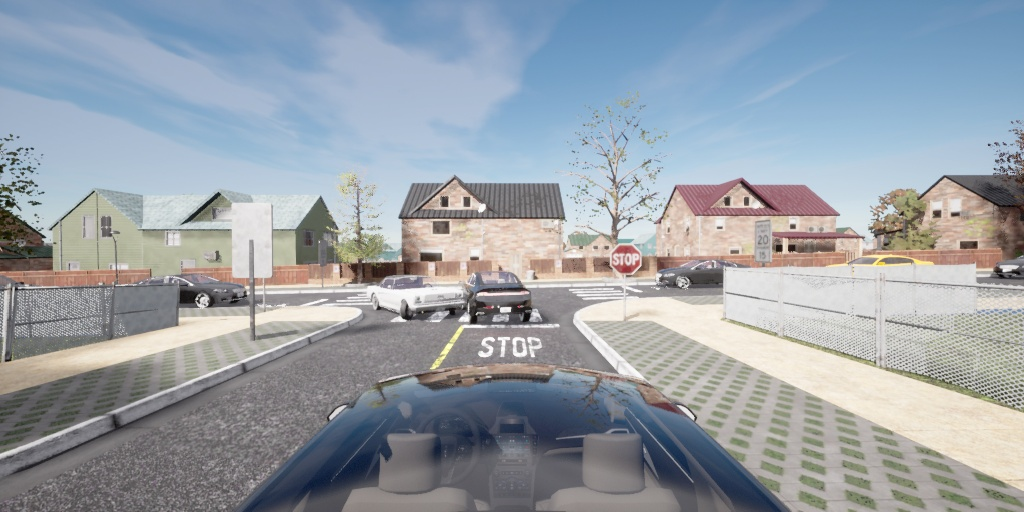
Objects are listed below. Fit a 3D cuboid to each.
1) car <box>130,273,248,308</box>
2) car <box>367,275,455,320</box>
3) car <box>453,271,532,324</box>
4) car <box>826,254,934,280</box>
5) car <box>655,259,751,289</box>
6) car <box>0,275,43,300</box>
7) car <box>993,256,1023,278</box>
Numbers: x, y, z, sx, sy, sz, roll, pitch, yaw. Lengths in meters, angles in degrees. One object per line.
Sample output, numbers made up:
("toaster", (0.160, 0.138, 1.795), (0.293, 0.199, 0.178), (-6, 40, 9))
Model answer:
("car", (-14.892, 1.566, 16.416), (4.902, 1.511, 2.128), (-1, 1, 0))
("car", (-3.595, 1.367, 12.913), (1.895, 1.301, 4.718), (0, 0, -38))
("car", (-0.678, 1.242, 12.052), (2.128, 1.511, 4.902), (0, 0, -12))
("car", (19.773, 0.690, 19.483), (5.008, 1.535, 1.882), (-1, 1, 0))
("car", (10.342, 0.925, 19.453), (4.902, 1.511, 2.128), (-1, 1, 0))
("car", (-24.230, 1.648, 16.382), (4.553, 1.767, 2.097), (-1, 1, 0))
("car", (29.397, 0.477, 19.514), (4.902, 1.511, 2.128), (-1, 1, 0))
